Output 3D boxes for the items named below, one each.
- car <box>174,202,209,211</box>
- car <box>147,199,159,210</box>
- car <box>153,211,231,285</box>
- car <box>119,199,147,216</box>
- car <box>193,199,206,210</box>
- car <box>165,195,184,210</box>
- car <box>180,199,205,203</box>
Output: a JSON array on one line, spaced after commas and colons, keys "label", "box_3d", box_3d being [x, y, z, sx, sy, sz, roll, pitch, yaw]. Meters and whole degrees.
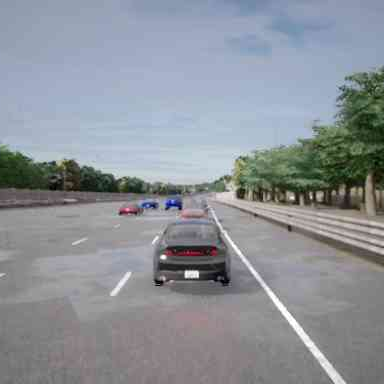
[{"label": "car", "box_3d": [0.107, 1.560, 19.688, 1.812, 1.442, 4.674, 0, 0, 1]}, {"label": "car", "box_3d": [-5.903, 1.735, 47.718, 1.882, 1.535, 5.008, 0, -1, 2]}, {"label": "car", "box_3d": [0.001, 1.524, 9.540, 1.837, 1.490, 4.892, 0, 0, 0]}, {"label": "car", "box_3d": [-6.344, 1.711, 35.070, 1.994, 1.385, 4.181, 0, 0, 1]}, {"label": "car", "box_3d": [1.073, 1.763, 47.028, 1.812, 1.442, 4.674, 0, -1, 2]}, {"label": "car", "box_3d": [-2.437, 1.466, 46.758, 2.150, 2.045, 5.566, 0, 0, 2]}, {"label": "car", "box_3d": [0.281, 1.566, 26.745, 1.837, 1.490, 4.892, 0, 0, 2]}]
